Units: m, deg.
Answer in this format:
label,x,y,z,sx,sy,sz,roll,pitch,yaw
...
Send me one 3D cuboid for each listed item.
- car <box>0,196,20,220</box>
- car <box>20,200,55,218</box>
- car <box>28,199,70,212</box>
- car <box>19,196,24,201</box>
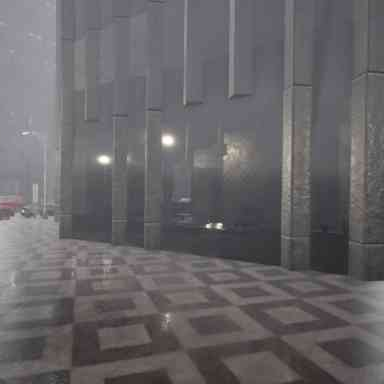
label,x,y,z,sx,sy,sz,roll,pitch,yaw
car,-17.119,1.463,26.776,2.192,1.841,5.009,1,0,36
car,-13.845,1.742,31.371,1.947,1.339,4.313,1,0,36
car,-17.502,1.634,40.923,1.947,1.339,4.313,1,0,36
car,-20.775,1.354,36.328,2.192,1.841,5.009,1,0,36
